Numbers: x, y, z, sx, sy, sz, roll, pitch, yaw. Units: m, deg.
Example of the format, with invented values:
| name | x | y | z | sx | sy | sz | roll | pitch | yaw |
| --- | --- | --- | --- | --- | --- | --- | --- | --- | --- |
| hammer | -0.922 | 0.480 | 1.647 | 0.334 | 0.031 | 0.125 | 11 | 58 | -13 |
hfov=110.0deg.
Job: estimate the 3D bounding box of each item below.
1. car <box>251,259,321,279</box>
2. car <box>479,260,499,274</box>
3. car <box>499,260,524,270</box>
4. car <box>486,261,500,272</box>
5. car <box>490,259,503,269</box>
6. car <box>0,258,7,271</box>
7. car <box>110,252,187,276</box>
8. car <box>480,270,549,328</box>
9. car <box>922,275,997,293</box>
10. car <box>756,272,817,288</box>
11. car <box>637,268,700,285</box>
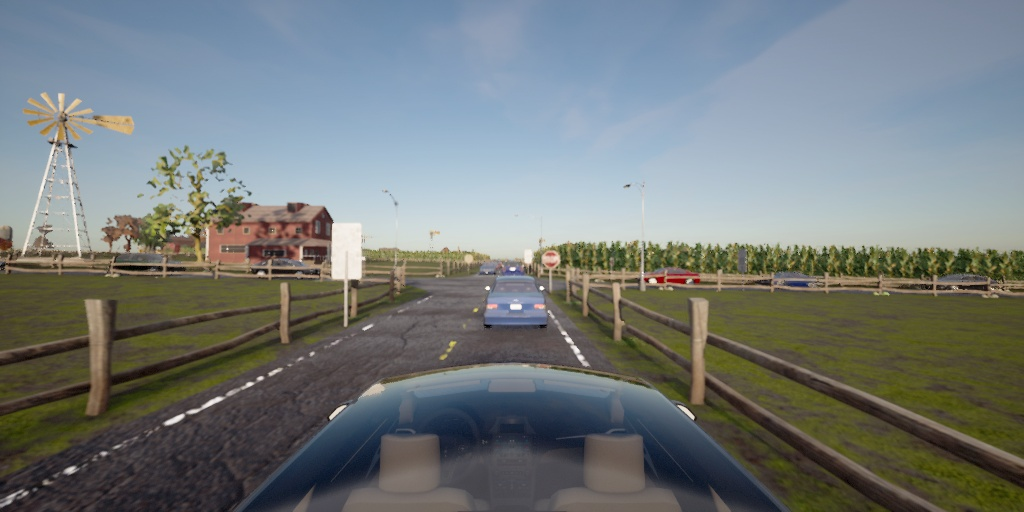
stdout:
| name | x | y | z | sx | sy | sz | roll | pitch | yaw |
| --- | --- | --- | --- | --- | --- | --- | --- | --- | --- |
| car | -17.350 | 0.991 | 27.732 | 4.892 | 1.490 | 1.837 | 1 | -1 | 0 |
| car | -2.847 | 1.517 | 43.398 | 2.033 | 1.411 | 5.357 | 0 | 0 | 0 |
| car | 0.096 | 1.272 | 34.565 | 2.097 | 1.767 | 4.553 | 0 | 0 | 0 |
| car | -2.838 | 1.559 | 54.240 | 1.812 | 1.442 | 4.674 | 0 | 0 | 0 |
| car | -2.804 | 1.452 | 65.077 | 2.097 | 1.767 | 4.553 | 0 | -1 | 1 |
| car | -42.421 | 0.400 | 27.963 | 4.902 | 1.511 | 2.128 | 1 | -1 | 1 |
| car | -28.084 | 0.589 | 27.828 | 4.553 | 1.767 | 2.097 | 1 | -1 | 1 |
| car | 0.099 | 1.347 | 11.572 | 2.033 | 1.411 | 5.357 | 0 | 0 | 0 |
| car | 37.638 | 2.314 | 30.213 | 4.892 | 1.490 | 1.837 | 1 | -1 | 1 |
| car | 23.180 | 2.043 | 30.354 | 4.181 | 1.385 | 1.994 | 1 | -1 | 0 |
| car | 13.201 | 1.726 | 30.429 | 5.008 | 1.535 | 1.882 | 1 | -1 | 0 |
